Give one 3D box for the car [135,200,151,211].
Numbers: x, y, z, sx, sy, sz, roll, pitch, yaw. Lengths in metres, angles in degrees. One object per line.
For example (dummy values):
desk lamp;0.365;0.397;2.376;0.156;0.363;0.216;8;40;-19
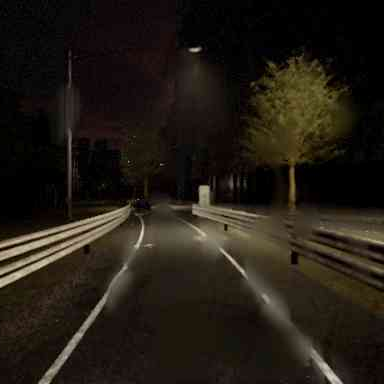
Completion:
car;-7.177;1.933;48.272;1.882;1.535;5.008;0;0;-17
